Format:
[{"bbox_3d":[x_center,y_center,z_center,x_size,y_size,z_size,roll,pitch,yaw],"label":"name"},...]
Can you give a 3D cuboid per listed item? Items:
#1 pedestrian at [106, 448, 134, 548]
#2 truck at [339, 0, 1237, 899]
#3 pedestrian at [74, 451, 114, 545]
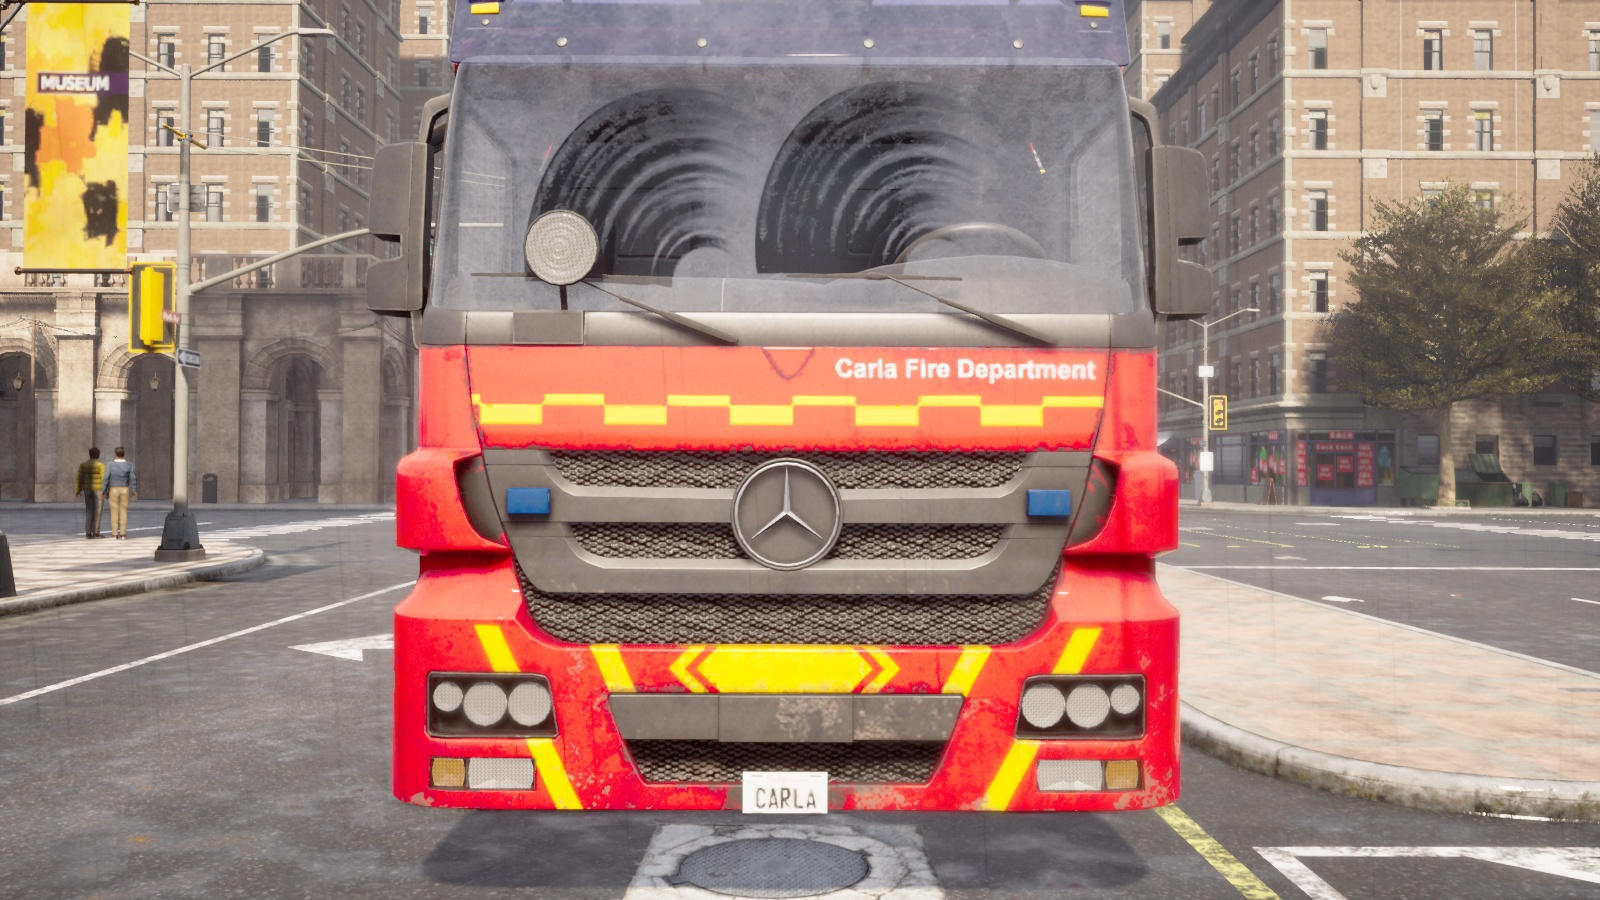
[{"bbox_3d":[-13.447,0.941,24.820,0.423,1.949,0.788,0,-1,-32],"label":"pedestrian"},{"bbox_3d":[-0.054,-0.211,8.305,2.891,3.827,8.468,0,-1,0],"label":"truck"},{"bbox_3d":[-14.035,0.946,24.985,0.370,1.835,0.726,0,-1,0],"label":"pedestrian"}]
